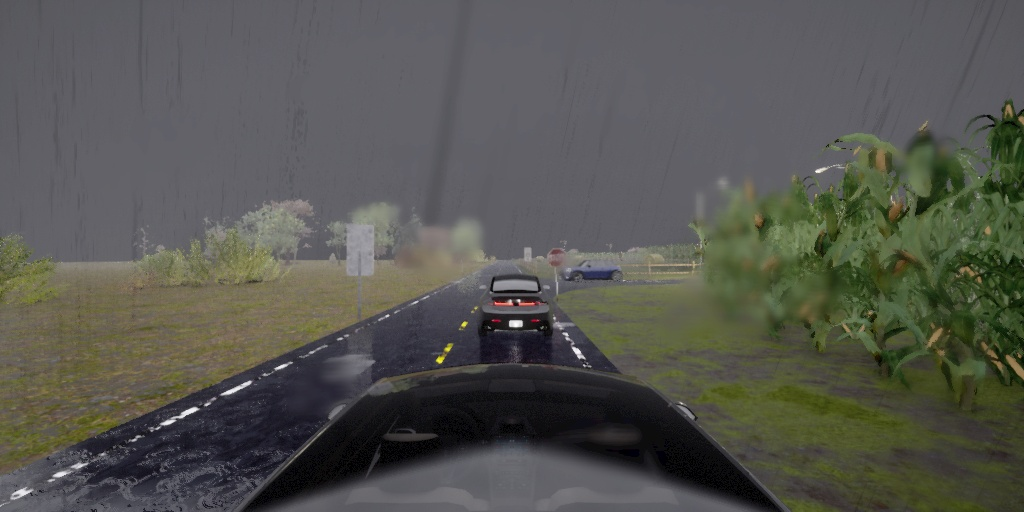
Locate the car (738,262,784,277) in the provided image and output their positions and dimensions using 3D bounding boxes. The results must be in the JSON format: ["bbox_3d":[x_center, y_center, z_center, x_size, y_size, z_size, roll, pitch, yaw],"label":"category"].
[{"bbox_3d":[19.356,1.108,27.729,4.674,1.442,1.812,0,-1,-1],"label":"car"}]

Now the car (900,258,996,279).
[{"bbox_3d":[33.893,0.930,27.973,4.902,1.511,2.128,-1,-1,-1],"label":"car"}]

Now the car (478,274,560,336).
[{"bbox_3d":[0.083,1.257,10.362,1.837,1.490,4.892,0,0,0],"label":"car"}]

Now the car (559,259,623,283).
[{"bbox_3d":[5.808,1.052,26.771,4.553,1.767,2.097,-1,-1,-12],"label":"car"}]
